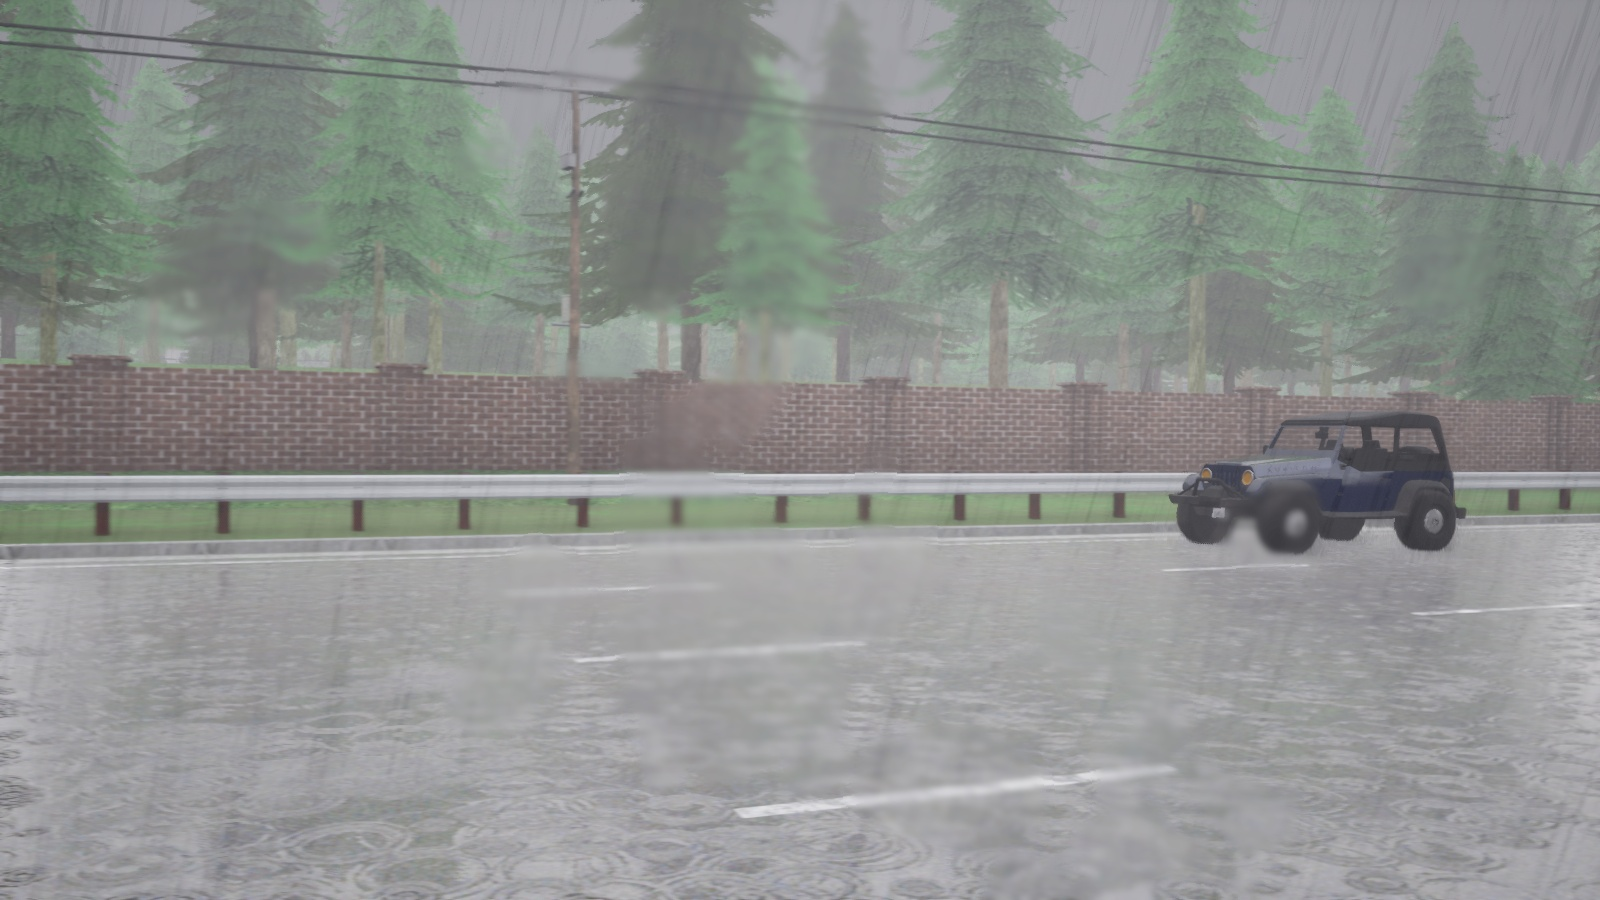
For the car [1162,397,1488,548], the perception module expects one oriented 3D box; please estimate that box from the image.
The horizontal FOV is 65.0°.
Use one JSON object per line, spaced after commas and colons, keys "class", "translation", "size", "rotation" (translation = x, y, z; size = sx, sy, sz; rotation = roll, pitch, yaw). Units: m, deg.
{"class": "car", "translation": [7.163, 0.237, 17.187], "size": [3.866, 1.878, 1.905], "rotation": [-1, 1, -21]}
